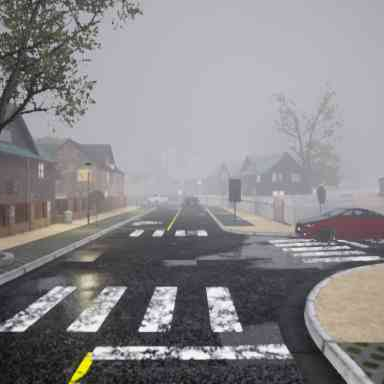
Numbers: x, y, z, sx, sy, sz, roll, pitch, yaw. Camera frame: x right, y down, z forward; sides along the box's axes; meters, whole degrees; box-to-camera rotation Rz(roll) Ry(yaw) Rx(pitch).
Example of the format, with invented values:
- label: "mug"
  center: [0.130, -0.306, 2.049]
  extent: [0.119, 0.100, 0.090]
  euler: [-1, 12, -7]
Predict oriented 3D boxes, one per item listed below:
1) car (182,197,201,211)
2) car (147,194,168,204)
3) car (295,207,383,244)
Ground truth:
- label: "car"
  center: [-0.069, 1.329, 40.248]
  extent: [2.097, 1.767, 4.553]
  euler: [0, 0, -1]
- label: "car"
  center: [-6.774, 1.353, 65.218]
  extent: [2.150, 2.045, 5.566]
  euler: [0, 0, -34]
- label: "car"
  center: [6.621, 1.367, 14.292]
  extent: [4.181, 1.385, 1.994]
  euler: [-1, 0, 2]
